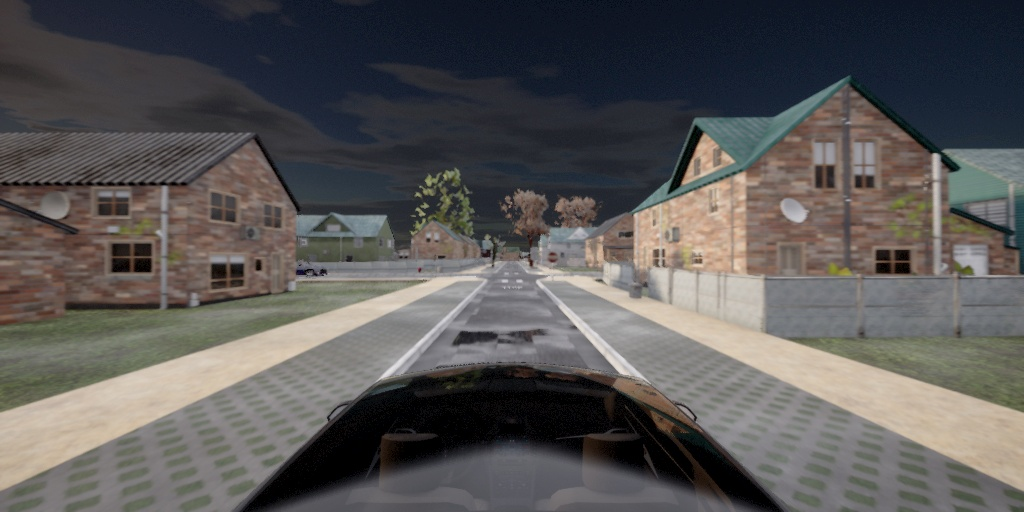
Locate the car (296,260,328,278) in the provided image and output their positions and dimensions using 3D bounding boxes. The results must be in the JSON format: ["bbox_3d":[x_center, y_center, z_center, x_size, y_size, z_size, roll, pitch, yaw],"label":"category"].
[{"bbox_3d":[-19.880,1.188,33.798,4.553,1.767,2.097,-1,-1,1],"label":"car"}]
